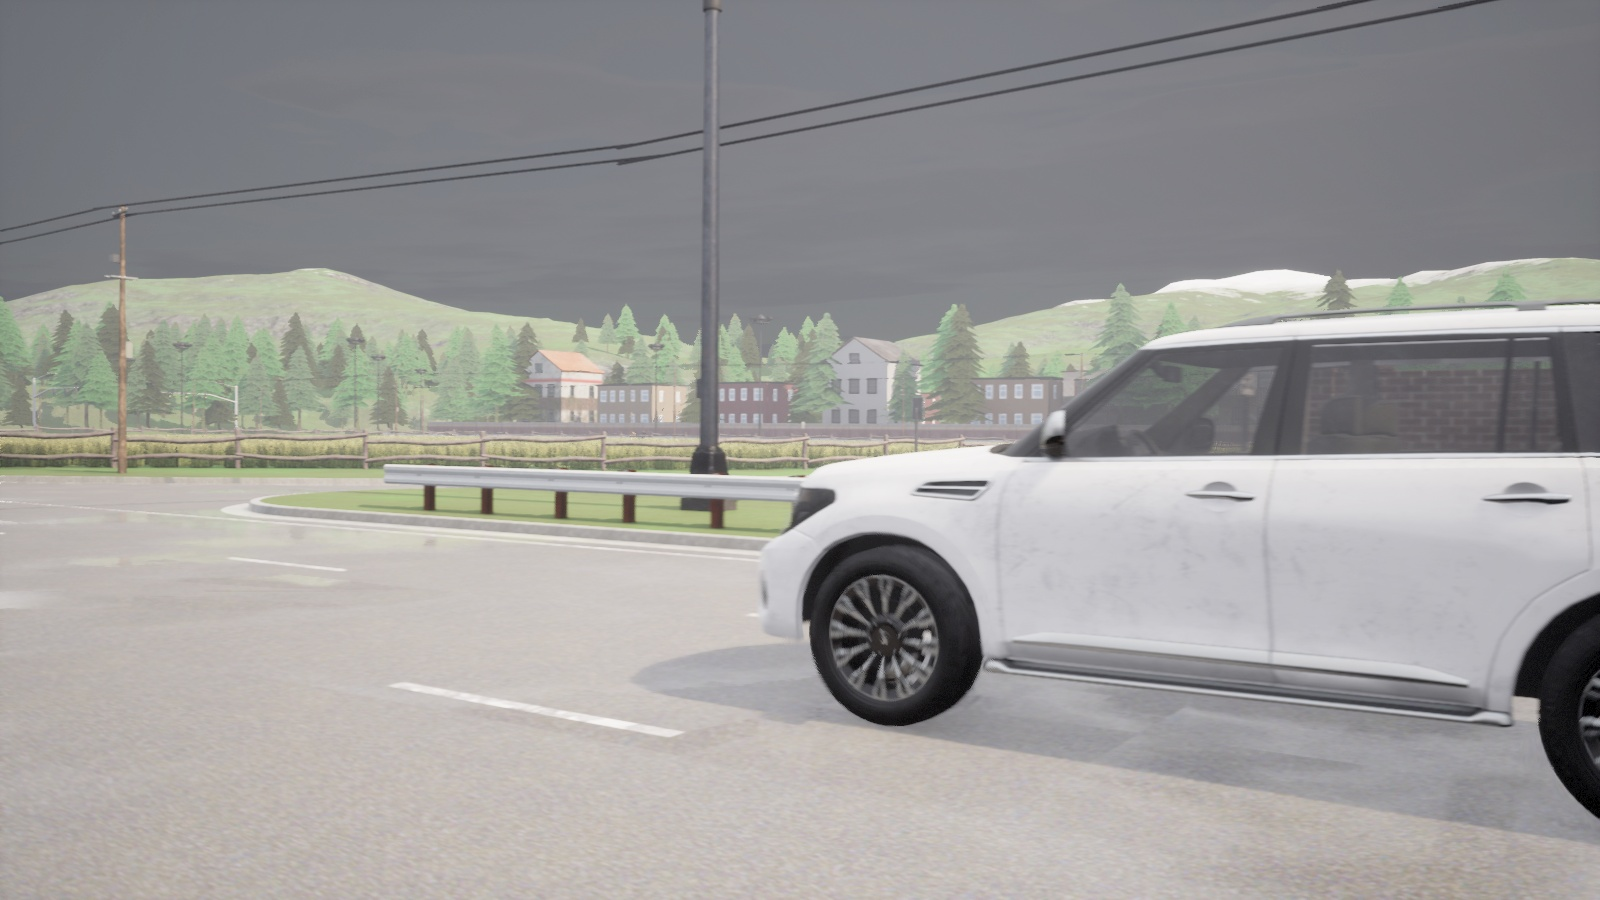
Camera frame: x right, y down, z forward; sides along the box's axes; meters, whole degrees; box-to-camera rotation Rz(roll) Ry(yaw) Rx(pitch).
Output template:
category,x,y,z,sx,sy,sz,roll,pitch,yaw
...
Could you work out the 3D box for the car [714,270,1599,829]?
category,x,y,z,sx,sy,sz,roll,pitch,yaw
car,2.454,0.345,6.189,5.566,2.045,2.150,0,1,34
